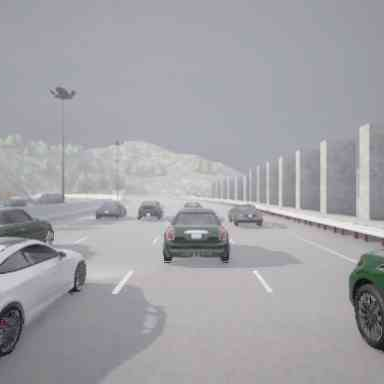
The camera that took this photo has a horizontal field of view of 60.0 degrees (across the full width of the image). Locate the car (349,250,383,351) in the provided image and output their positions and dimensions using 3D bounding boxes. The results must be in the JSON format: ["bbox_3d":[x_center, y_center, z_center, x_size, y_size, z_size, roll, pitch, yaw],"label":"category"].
[{"bbox_3d":[3.605,1.227,3.042,2.150,2.045,5.566,0,0,0],"label":"car"}]

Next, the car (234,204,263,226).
[{"bbox_3d":[3.636,1.561,23.355,2.033,1.411,5.357,0,0,0],"label":"car"}]

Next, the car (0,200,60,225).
[{"bbox_3d":[-6.856,1.355,12.088,2.097,1.767,4.553,0,0,0],"label":"car"}]

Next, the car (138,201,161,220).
[{"bbox_3d":[-3.438,1.517,28.368,1.837,1.490,4.892,0,0,-1],"label":"car"}]

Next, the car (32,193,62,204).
[{"bbox_3d":[-18.004,1.236,42.125,2.150,2.045,5.566,0,0,-2],"label":"car"}]

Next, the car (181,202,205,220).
[{"bbox_3d":[0.052,1.579,28.914,1.994,1.385,4.181,0,0,-1],"label":"car"}]

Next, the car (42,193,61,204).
[{"bbox_3d":[-27.225,1.238,64.723,2.150,2.045,5.566,0,0,-10],"label":"car"}]

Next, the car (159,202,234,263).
[{"bbox_3d":[0.145,1.359,12.195,2.097,1.767,4.553,0,0,0],"label":"car"}]

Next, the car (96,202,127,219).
[{"bbox_3d":[-6.950,1.575,28.926,1.994,1.385,4.181,0,0,-1],"label":"car"}]

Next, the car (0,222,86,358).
[{"bbox_3d":[-3.388,1.526,5.868,1.812,1.442,4.674,0,0,0],"label":"car"}]

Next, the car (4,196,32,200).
[{"bbox_3d":[-21.412,1.500,39.402,2.128,1.511,4.902,0,0,-2],"label":"car"}]

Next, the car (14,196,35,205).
[{"bbox_3d":[-29.932,1.485,59.603,1.882,1.535,5.008,0,0,-8],"label":"car"}]
